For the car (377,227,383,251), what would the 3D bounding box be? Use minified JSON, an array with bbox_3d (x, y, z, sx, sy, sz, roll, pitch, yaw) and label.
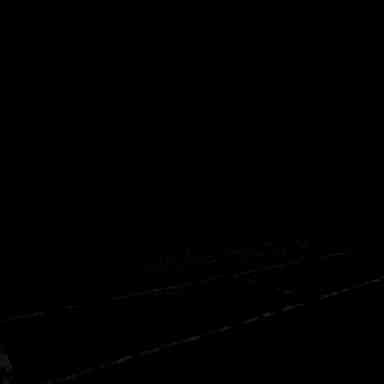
[{"bbox_3d":[8.888,1.528,12.879,4.507,1.381,1.887,0,-1,-35],"label":"car"}]
